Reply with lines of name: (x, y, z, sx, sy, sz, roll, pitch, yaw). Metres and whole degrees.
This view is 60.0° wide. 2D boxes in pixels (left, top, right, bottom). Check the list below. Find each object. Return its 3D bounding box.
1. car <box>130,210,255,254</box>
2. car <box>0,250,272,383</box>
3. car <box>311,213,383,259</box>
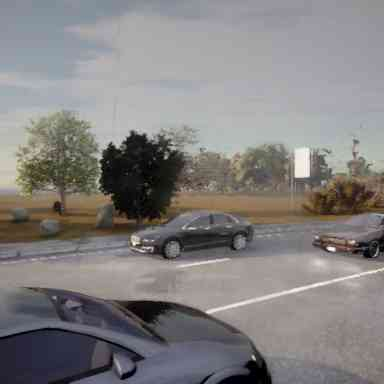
car: (0.131, 1.475, 12.364, 4.892, 1.490, 1.837, 0, 0, -32)
car: (-1.290, 1.557, 2.735, 4.181, 1.385, 1.994, 0, 0, -35)
car: (6.967, 1.520, 12.544, 5.357, 1.411, 2.033, 0, 0, -31)
